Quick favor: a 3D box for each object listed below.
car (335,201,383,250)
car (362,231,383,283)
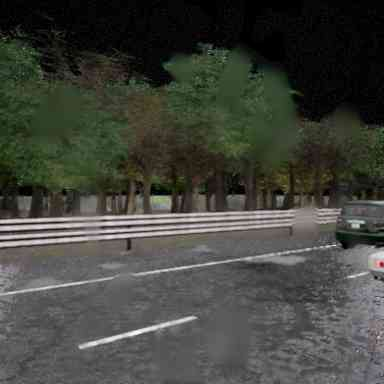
[{"bbox_3d":[8.323,1.389,14.057,5.566,2.045,2.150,1,0,-36],"label":"car"},{"bbox_3d":[6.524,1.711,8.432,4.718,1.301,1.895,1,0,-36],"label":"car"}]
